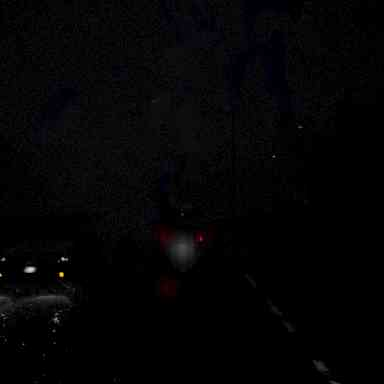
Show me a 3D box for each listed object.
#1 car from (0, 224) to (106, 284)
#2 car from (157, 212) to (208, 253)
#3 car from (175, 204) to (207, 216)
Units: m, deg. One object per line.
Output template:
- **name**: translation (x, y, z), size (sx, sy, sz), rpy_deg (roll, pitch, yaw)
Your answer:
- **car**: translation (-3.887, 1.658, 9.814), size (1.994, 1.385, 4.181), rpy_deg (0, -1, -3)
- **car**: translation (-0.453, 1.746, 14.300), size (1.895, 1.301, 4.718), rpy_deg (0, -1, -3)
- **car**: translation (-0.053, 1.983, 33.214), size (1.882, 1.535, 5.008), rpy_deg (-2, -2, 19)
